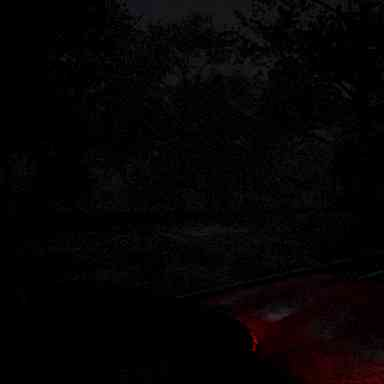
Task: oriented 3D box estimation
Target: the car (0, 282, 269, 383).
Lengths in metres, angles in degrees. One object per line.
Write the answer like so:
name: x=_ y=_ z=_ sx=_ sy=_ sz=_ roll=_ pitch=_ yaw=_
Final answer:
car: x=-1.317 y=1.581 z=2.757 sx=4.181 sy=1.385 sz=1.994 roll=1 pitch=0 yaw=-36
